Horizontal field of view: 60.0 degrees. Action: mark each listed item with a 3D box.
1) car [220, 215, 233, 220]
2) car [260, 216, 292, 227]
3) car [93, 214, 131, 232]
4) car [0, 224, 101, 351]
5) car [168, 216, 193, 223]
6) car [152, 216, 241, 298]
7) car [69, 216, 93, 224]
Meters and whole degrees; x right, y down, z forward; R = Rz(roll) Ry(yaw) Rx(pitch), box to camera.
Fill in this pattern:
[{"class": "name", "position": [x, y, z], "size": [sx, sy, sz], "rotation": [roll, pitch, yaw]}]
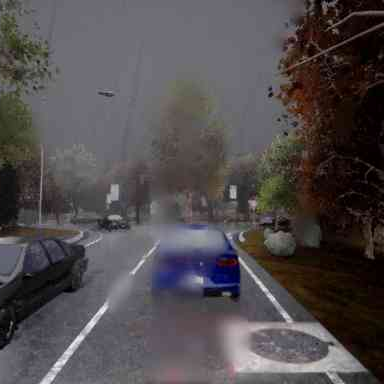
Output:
[{"class": "car", "position": [5.522, 5.269, 64.011], "size": [4.892, 1.490, 1.837], "rotation": [-3, -5, 33]}, {"class": "car", "position": [10.154, 3.562, 40.145], "size": [2.033, 1.411, 5.357], "rotation": [-4, -6, 40]}, {"class": "car", "position": [-6.995, 2.721, 29.689], "size": [1.882, 1.535, 5.008], "rotation": [3, -5, -31]}, {"class": "car", "position": [-3.606, 1.617, 6.494], "size": [2.033, 1.411, 5.357], "rotation": [0, -1, 0]}, {"class": "car", "position": [-2.269, 5.460, 66.415], "size": [4.718, 1.301, 1.895], "rotation": [0, -4, 5]}, {"class": "car", "position": [0.111, 1.603, 8.858], "size": [1.882, 1.535, 5.008], "rotation": [0, -1, 0]}, {"class": "car", "position": [-18.380, 4.779, 56.708], "size": [2.033, 1.411, 5.357], "rotation": [-2, -4, 23]}]
